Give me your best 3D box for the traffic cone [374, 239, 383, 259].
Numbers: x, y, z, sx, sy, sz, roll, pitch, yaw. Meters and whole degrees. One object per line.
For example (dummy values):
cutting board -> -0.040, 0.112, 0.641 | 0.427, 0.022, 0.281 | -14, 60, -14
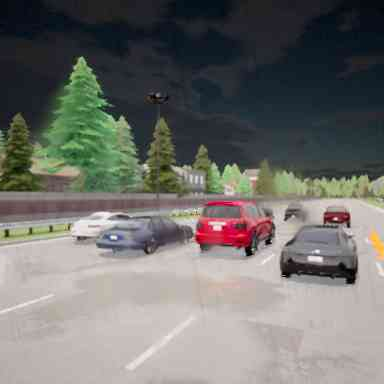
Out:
traffic cone -> 6.963, 2.126, 12.161 | 0.340, 0.580, 0.340 | 0, -1, 25

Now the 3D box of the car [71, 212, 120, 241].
car -> -4.241, 1.759, 17.508 | 1.812, 1.442, 4.674 | 0, -1, 25

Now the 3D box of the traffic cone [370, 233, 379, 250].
traffic cone -> 7.808, 2.151, 13.974 | 0.340, 0.580, 0.340 | 0, -1, 25

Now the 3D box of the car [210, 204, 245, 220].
car -> 3.789, 2.019, 34.743 | 2.033, 1.411, 5.357 | 0, -1, 25

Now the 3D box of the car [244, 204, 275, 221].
car -> 6.726, 1.952, 32.759 | 1.837, 1.490, 4.892 | 0, -1, 25

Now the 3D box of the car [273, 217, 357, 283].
car -> 4.004, 1.708, 10.340 | 1.994, 1.385, 4.181 | 0, -1, 25

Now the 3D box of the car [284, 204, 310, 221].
car -> 9.891, 1.934, 31.263 | 1.837, 1.490, 4.892 | 0, -1, 25

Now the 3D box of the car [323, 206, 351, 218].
car -> 11.584, 1.846, 26.612 | 1.882, 1.535, 5.008 | 0, -1, 25

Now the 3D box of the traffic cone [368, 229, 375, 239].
traffic cone -> 8.653, 2.176, 15.787 | 0.340, 0.580, 0.340 | 0, -1, 25

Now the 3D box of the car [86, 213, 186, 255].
car -> -1.808, 1.742, 14.446 | 2.033, 1.411, 5.357 | 0, -1, 25

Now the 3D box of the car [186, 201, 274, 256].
car -> 2.039, 1.418, 14.414 | 2.150, 2.045, 5.566 | 0, -1, 25
